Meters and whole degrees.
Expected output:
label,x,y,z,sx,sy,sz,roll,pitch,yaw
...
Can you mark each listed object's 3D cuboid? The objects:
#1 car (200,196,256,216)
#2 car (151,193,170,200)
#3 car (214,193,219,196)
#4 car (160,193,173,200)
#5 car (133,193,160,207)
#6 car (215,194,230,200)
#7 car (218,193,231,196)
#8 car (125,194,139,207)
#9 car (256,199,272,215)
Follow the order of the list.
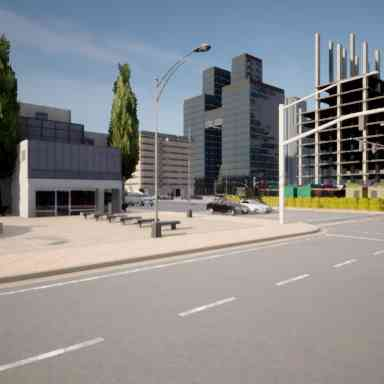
label,x,y,z,sx,sy,sz,roll,pitch,yaw
car,3.403,1.491,32.392,2.128,1.511,4.902,0,0,-38
car,-8.280,1.152,87.371,4.605,1.855,1.932,0,0,-40
car,6.099,1.155,70.041,3.866,1.878,1.905,0,0,-40
car,-6.472,1.155,85.110,3.866,1.878,1.905,0,0,-40
car,-7.802,1.221,52.294,2.150,2.045,5.566,0,0,-38
car,8.692,1.394,94.193,3.806,1.475,1.970,0,0,-40
car,7.941,1.395,67.807,3.806,1.475,1.970,0,0,-40
car,-10.268,1.506,49.768,1.837,1.490,4.892,0,0,-38
car,6.118,1.526,34.635,1.812,1.442,4.674,0,1,-38
